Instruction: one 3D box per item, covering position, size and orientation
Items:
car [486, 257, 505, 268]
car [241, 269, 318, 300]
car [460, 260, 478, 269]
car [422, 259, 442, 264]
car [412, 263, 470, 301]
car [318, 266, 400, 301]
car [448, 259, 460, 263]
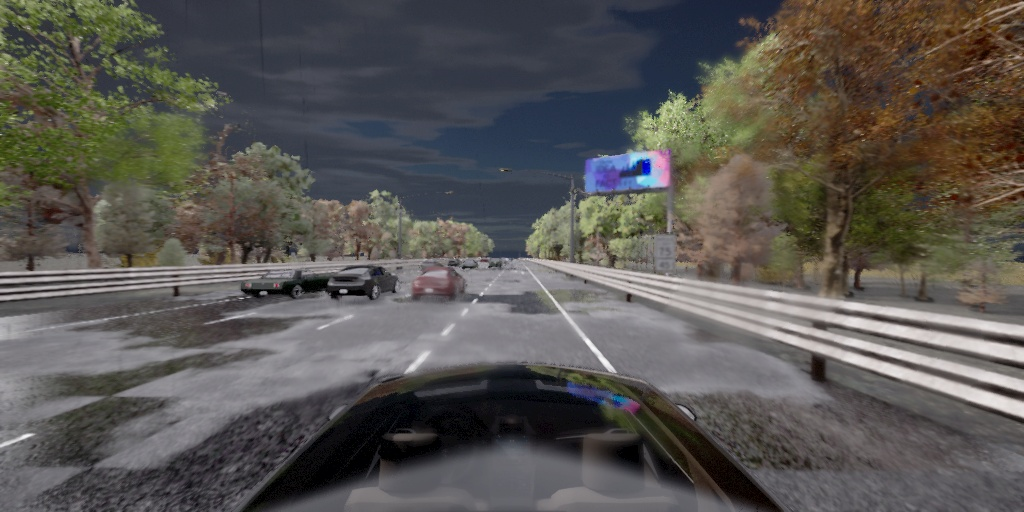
[{"bbox_3d":[-2.711,1.090,60.606,2.097,1.767,4.553,0,0,1],"label":"car"},{"bbox_3d":[-10.337,1.266,17.187,1.895,1.301,4.718,0,0,1],"label":"car"},{"bbox_3d":[-6.303,1.266,54.743,1.994,1.385,4.181,0,0,1],"label":"car"},{"bbox_3d":[-9.940,1.157,44.832,2.128,1.511,4.902,0,0,1],"label":"car"},{"bbox_3d":[-3.345,1.247,16.946,1.812,1.442,4.674,0,0,1],"label":"car"},{"bbox_3d":[-6.842,1.199,17.051,1.837,1.490,4.892,0,0,1],"label":"car"},{"bbox_3d":[-9.710,1.189,60.831,1.837,1.490,4.892,0,0,1],"label":"car"}]
